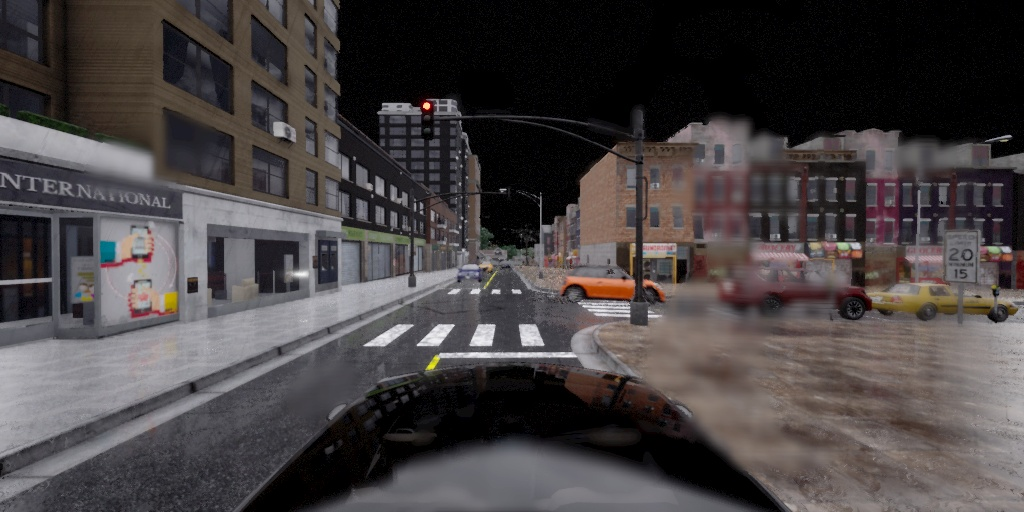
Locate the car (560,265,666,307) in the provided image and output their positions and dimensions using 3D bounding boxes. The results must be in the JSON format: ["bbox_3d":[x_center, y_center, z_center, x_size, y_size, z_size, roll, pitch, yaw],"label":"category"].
[{"bbox_3d":[4.518,1.244,16.366,4.553,1.767,2.097,1,0,11],"label":"car"}]

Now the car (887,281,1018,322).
[{"bbox_3d":[16.306,1.661,13.783,4.829,1.417,1.751,0,0,-1],"label":"car"}]

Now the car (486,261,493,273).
[{"bbox_3d":[-3.673,1.478,48.969,1.882,1.535,5.008,0,-1,-1],"label":"car"}]

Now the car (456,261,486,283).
[{"bbox_3d":[-3.330,1.360,29.091,1.812,1.442,4.674,0,0,-1],"label":"car"}]

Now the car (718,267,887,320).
[{"bbox_3d":[10.591,1.348,13.693,5.009,1.841,2.192,0,0,-1],"label":"car"}]
